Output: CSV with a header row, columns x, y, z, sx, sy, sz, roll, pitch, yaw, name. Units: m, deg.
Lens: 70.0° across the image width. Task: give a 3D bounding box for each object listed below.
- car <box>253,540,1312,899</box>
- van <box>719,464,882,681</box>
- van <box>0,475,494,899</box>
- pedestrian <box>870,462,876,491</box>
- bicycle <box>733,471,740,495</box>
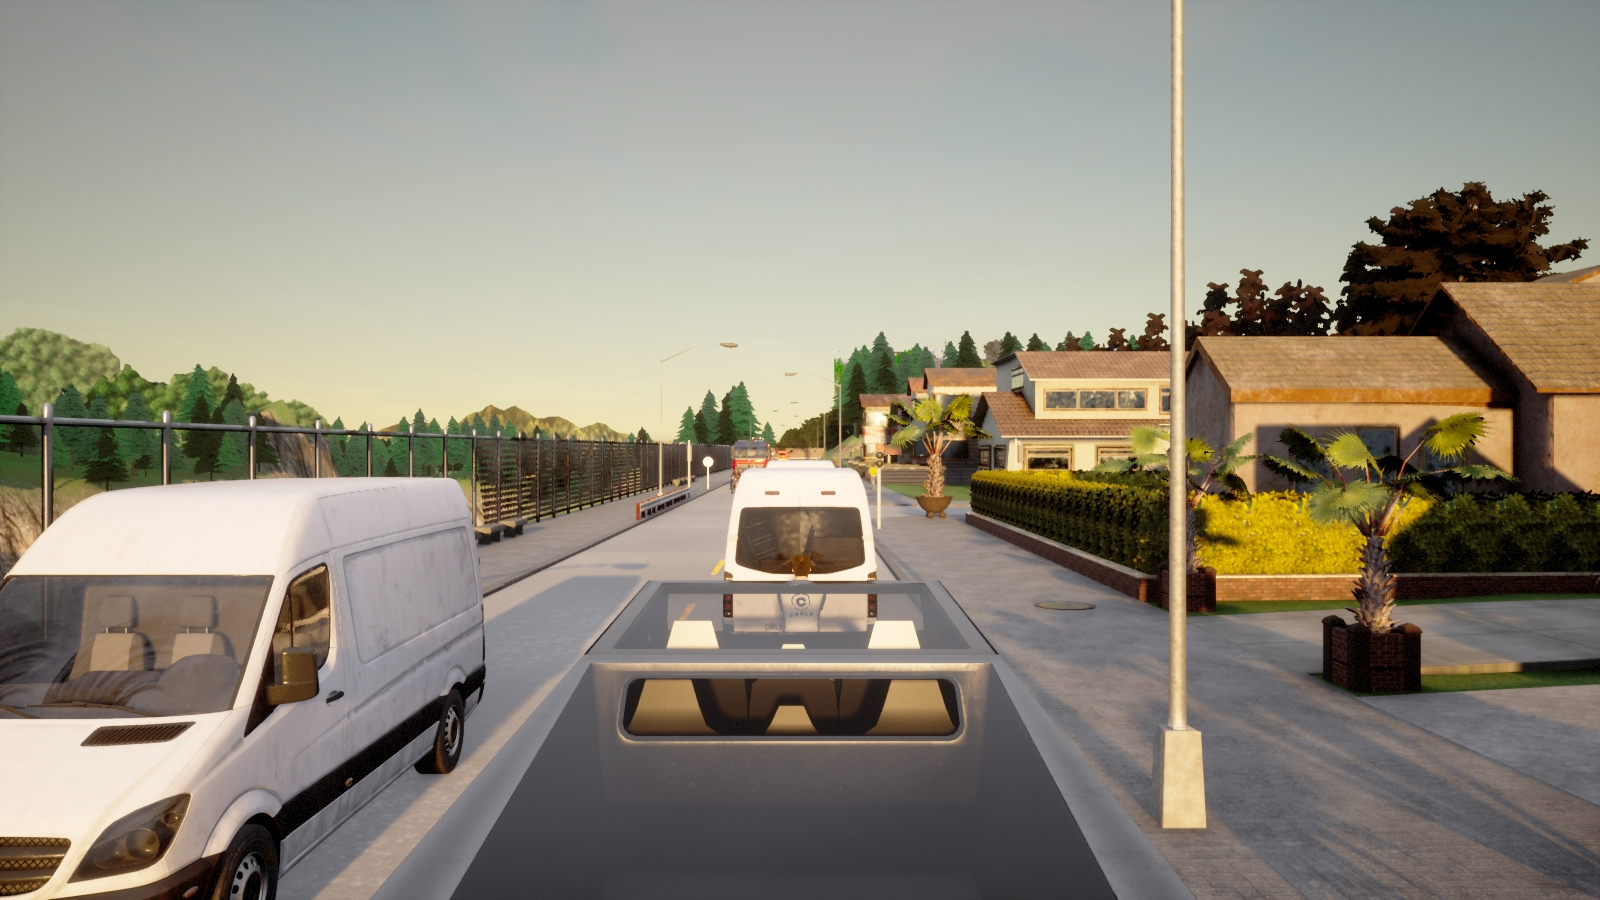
x,y,z,sx,sy,sz,roll,pitch,yaw,name
-0.034,1.751,5.716,2.390,2.098,6.274,0,0,0,car
0.009,1.528,16.844,1.988,2.561,5.915,0,0,0,van
-3.993,1.531,8.228,1.988,2.561,5.915,0,0,0,van
4.774,1.715,74.629,0.375,1.860,0.375,0,0,-7,pedestrian
-3.968,2.032,71.211,0.329,1.471,1.835,0,0,0,bicycle
